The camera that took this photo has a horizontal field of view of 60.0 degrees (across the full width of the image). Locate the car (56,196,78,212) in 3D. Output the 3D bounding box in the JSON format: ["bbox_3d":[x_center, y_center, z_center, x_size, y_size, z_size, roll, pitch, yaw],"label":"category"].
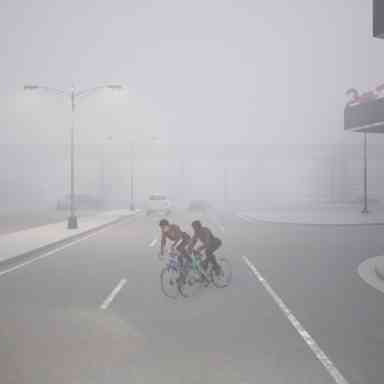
[{"bbox_3d":[-14.784,1.525,39.096,1.812,1.442,4.674,2,-1,-23],"label":"car"}]

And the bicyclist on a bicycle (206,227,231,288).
[{"bbox_3d":[0.279,1.441,7.426,1.656,1.620,0.582,-2,-4,-41],"label":"bicyclist on a bicycle"}]

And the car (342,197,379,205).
[{"bbox_3d":[29.282,1.547,57.843,5.357,1.411,2.033,0,0,1],"label":"car"}]

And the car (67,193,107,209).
[{"bbox_3d":[-14.604,1.216,45.936,5.566,2.045,2.150,1,0,0],"label":"car"}]

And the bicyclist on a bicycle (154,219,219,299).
[{"bbox_3d":[-0.323,1.368,7.349,0.582,1.620,1.656,-18,-2,32],"label":"bicyclist on a bicycle"}]

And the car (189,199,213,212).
[{"bbox_3d":[1.069,1.547,39.746,2.033,1.411,5.357,0,0,15],"label":"car"}]

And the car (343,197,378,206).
[{"bbox_3d":[27.765,1.478,54.024,5.008,1.535,1.882,0,-3,-17],"label":"car"}]

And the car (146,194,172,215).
[{"bbox_3d":[-3.248,1.221,33.518,2.150,2.045,5.566,0,0,0],"label":"car"}]
